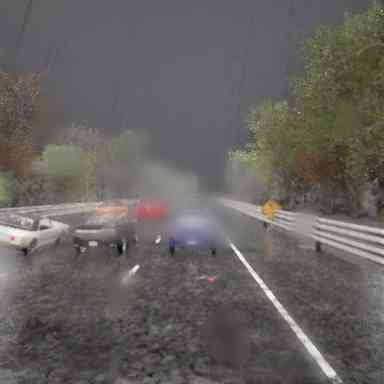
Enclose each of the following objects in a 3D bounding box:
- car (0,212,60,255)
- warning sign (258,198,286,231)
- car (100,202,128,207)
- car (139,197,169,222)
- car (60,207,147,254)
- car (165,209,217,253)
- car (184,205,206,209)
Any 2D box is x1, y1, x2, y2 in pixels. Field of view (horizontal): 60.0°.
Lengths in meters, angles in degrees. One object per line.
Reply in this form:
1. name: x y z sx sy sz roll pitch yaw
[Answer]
1. car: -6.855 1.574 13.967 1.895 1.301 4.718 13 0 1
2. warning sign: 4.620 1.294 19.312 1.300 1.860 1.060 -1 -2 1
3. car: -6.778 1.616 28.924 2.097 1.767 4.553 0 -1 1
4. car: -3.282 1.481 28.807 2.150 2.045 5.566 0 0 1
5. car: -3.449 1.626 14.117 2.128 1.511 4.902 0 0 1
6. car: 0.053 1.660 14.183 1.812 1.442 4.674 0 0 1
7. car: 0.227 1.829 29.005 1.994 1.385 4.181 0 0 1
